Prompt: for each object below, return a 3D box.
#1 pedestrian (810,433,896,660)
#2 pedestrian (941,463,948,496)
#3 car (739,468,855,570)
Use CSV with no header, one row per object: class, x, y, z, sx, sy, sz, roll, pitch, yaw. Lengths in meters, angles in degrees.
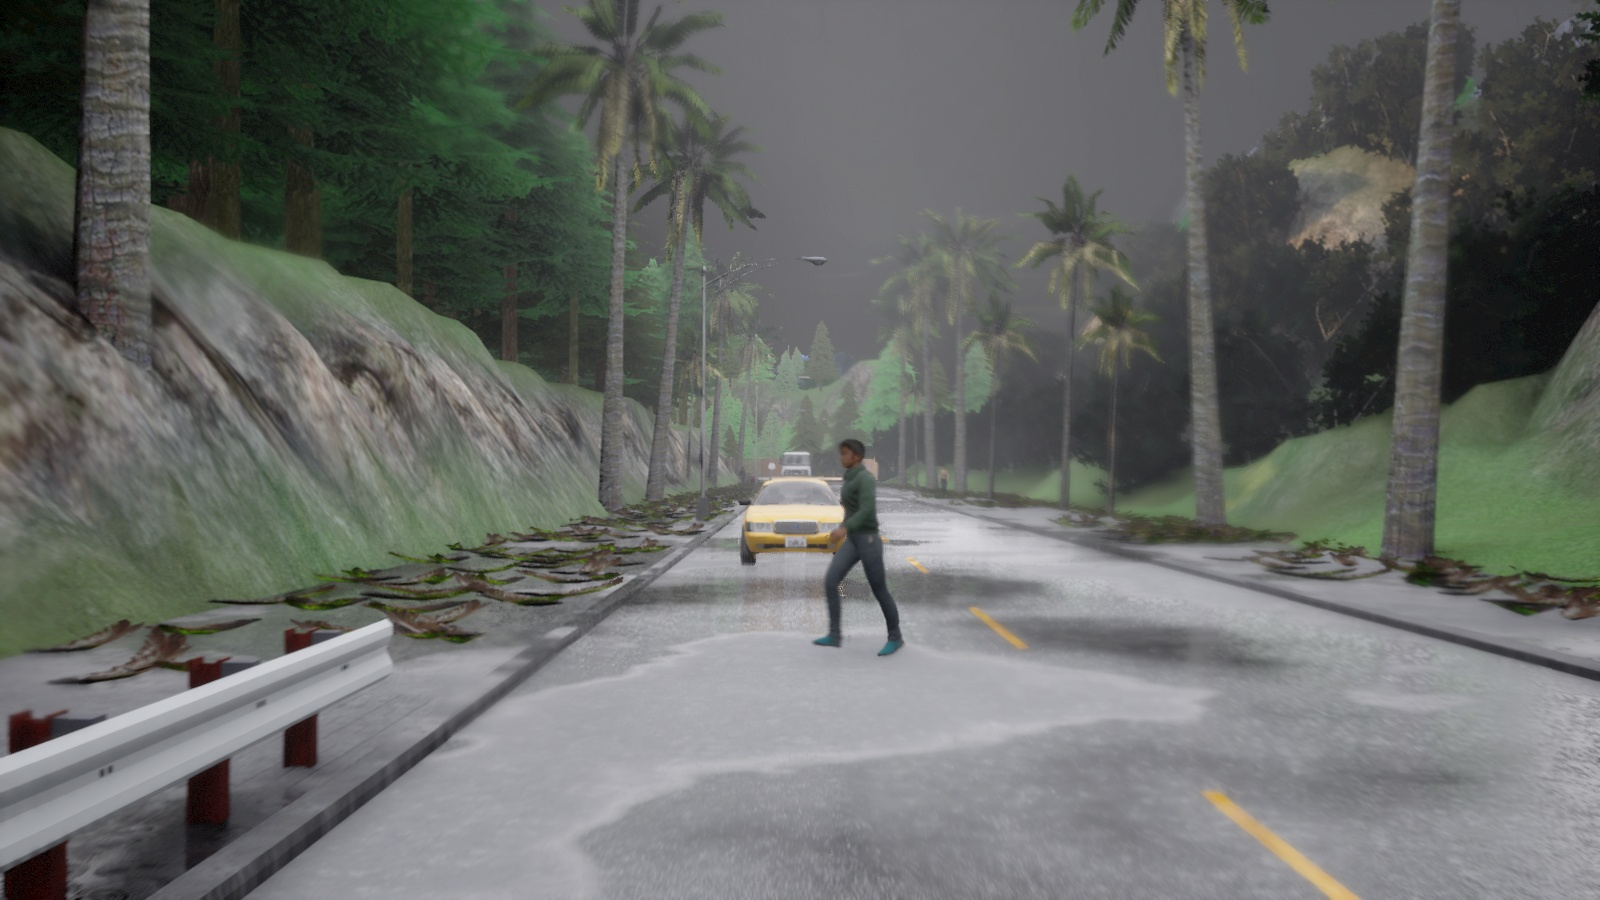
pedestrian,0.444,0.789,10.543,0.614,1.847,0.353,0,-1,-25
pedestrian,8.131,1.665,70.624,0.345,1.836,0.594,0,-1,0
car,-0.060,1.128,22.229,1.801,1.575,5.366,0,-1,0
